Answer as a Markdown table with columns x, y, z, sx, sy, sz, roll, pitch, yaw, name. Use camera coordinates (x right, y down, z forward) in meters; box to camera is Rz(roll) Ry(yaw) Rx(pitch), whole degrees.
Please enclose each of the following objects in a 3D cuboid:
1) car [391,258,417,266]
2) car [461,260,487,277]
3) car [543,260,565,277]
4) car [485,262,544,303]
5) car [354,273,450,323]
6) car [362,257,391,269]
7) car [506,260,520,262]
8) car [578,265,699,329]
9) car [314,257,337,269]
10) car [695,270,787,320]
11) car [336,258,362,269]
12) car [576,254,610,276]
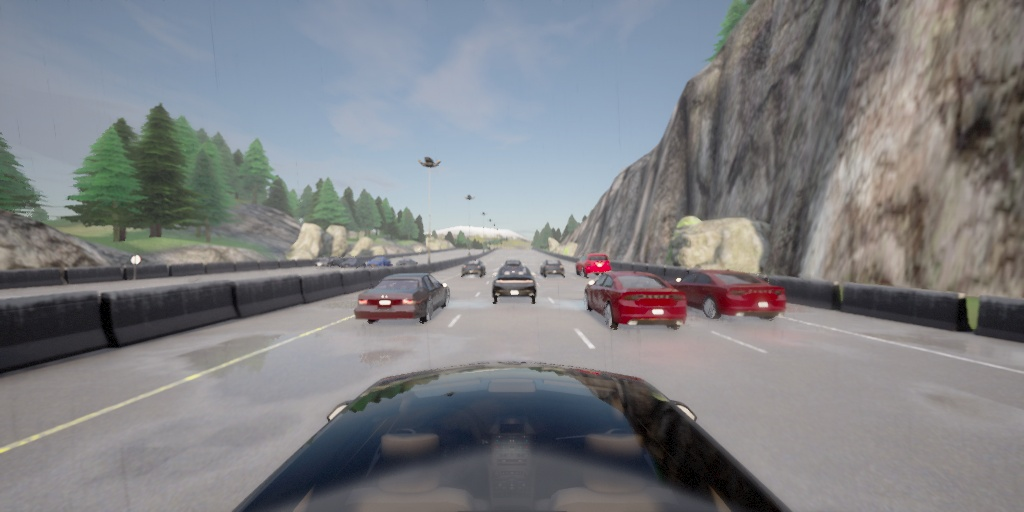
| x | y | z | sx | sy | sz | roll | pitch | yaw | name |
| --- | --- | --- | --- | --- | --- | --- | --- | --- | --- |
| -14.096 | 0.962 | 47.833 | 1.994 | 1.385 | 4.181 | 0 | 1 | 0 | car |
| -3.409 | 1.093 | 32.516 | 2.128 | 1.511 | 4.902 | 0 | 1 | 0 | car |
| 3.591 | 1.093 | 32.514 | 2.128 | 1.511 | 4.902 | 0 | 1 | 0 | car |
| 0.096 | 1.213 | 16.534 | 2.128 | 1.511 | 4.902 | 0 | 0 | 0 | car |
| -3.402 | 1.286 | 12.103 | 2.033 | 1.411 | 5.357 | 0 | 0 | 0 | car |
| -17.594 | 0.878 | 47.697 | 1.882 | 1.535 | 5.008 | 0 | 1 | 0 | car |
| 0.091 | 1.105 | 32.640 | 1.837 | 1.490 | 4.892 | 0 | 1 | 0 | car |
| 3.597 | 1.219 | 11.307 | 1.882 | 1.535 | 5.008 | 0 | 0 | 0 | car |
| -24.588 | 0.885 | 48.215 | 2.128 | 1.511 | 4.902 | 0 | 1 | 0 | car |
| 7.097 | 1.215 | 12.603 | 1.882 | 1.535 | 5.008 | 0 | 0 | 0 | car |
| -21.091 | 0.962 | 47.820 | 1.994 | 1.385 | 4.181 | 0 | 1 | 0 | car |
| 7.091 | 0.832 | 31.684 | 2.150 | 2.045 | 5.566 | 0 | 1 | 0 | car |
